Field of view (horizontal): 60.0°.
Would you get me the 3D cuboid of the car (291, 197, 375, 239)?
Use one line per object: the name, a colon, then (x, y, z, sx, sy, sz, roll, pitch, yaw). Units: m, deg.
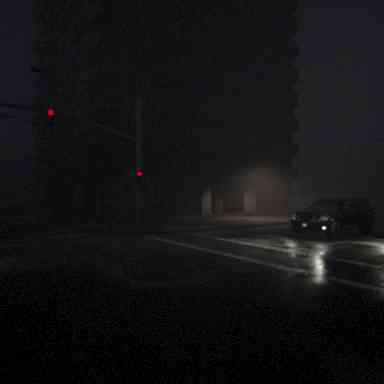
car: (7.823, 1.292, 18.160, 5.566, 2.045, 2.150, 0, 0, -36)
